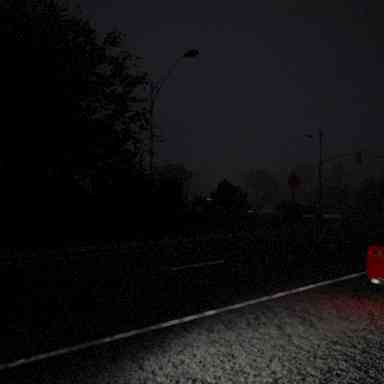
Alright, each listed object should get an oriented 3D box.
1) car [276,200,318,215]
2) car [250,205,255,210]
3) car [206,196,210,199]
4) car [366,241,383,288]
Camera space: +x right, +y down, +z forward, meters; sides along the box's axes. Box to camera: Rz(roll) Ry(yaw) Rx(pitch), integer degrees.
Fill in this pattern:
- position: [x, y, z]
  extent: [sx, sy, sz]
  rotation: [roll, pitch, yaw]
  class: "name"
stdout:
- position: [11.971, 1.709, 38.109]
  extent: [1.882, 1.535, 5.008]
  rotation: [0, 0, -33]
  class: "car"
- position: [6.715, 1.732, 46.471]
  extent: [1.837, 1.490, 4.892]
  rotation: [0, 0, -32]
  class: "car"
- position: [2.209, 1.587, 67.054]
  extent: [2.128, 1.511, 4.902]
  rotation: [0, 1, -33]
  class: "car"
- position: [6.299, 1.549, 8.224]
  extent: [5.008, 1.535, 1.882]
  rotation: [1, 0, -35]
  class: "car"
